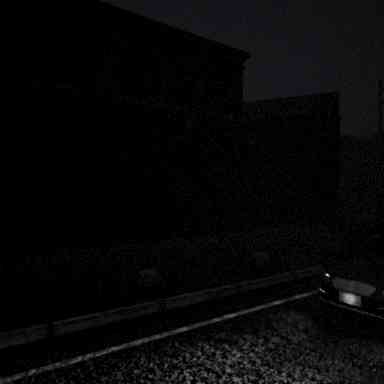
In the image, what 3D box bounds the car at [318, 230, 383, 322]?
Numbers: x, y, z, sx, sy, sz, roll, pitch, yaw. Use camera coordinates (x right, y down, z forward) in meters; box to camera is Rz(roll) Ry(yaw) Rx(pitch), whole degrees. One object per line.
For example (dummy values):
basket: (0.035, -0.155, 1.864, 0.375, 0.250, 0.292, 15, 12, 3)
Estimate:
car: (4.625, 1.530, 6.920, 4.902, 1.511, 2.128, 1, 0, -35)
